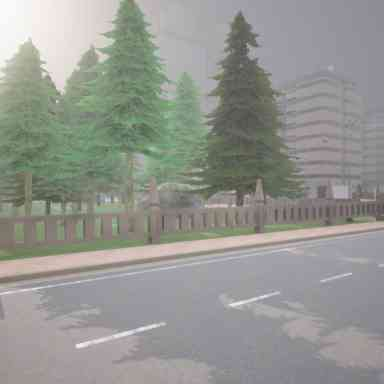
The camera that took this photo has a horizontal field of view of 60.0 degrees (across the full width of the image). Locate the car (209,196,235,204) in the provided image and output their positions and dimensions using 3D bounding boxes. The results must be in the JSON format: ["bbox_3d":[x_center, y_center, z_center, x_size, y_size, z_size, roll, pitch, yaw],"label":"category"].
[{"bbox_3d":[5.698,1.547,64.325,2.033,1.411,5.357,0,0,-35],"label":"car"}]

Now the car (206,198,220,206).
[{"bbox_3d":[2.801,1.525,56.135,1.812,1.442,4.674,0,0,-35],"label":"car"}]
